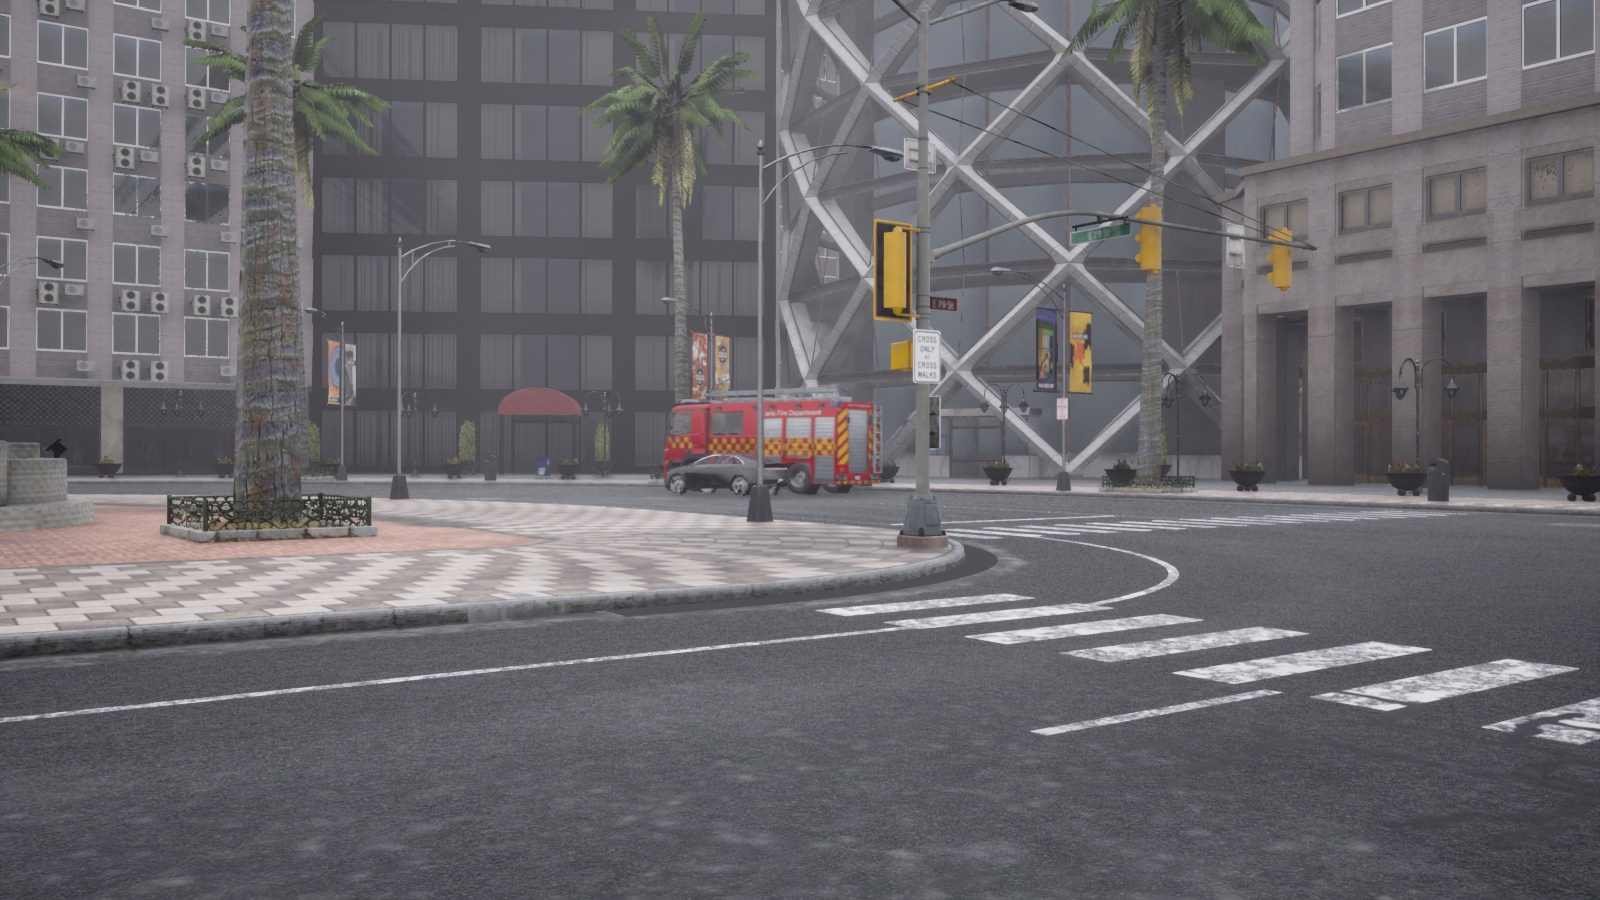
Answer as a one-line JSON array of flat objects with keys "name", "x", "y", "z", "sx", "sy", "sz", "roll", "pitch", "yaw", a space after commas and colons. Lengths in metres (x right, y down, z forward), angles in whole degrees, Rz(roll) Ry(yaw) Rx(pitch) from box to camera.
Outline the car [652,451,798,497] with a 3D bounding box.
[{"name": "car", "x": -2.658, "y": 0.814, "z": 43.980, "sx": 4.902, "sy": 1.511, "sz": 2.128, "roll": 0, "pitch": 0, "yaw": 37}]

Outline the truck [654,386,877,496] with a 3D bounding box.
[{"name": "truck", "x": -1.431, "y": -0.301, "z": 47.417, "sx": 8.468, "sy": 3.827, "sz": 2.891, "roll": 0, "pitch": 0, "yaw": 37}]
